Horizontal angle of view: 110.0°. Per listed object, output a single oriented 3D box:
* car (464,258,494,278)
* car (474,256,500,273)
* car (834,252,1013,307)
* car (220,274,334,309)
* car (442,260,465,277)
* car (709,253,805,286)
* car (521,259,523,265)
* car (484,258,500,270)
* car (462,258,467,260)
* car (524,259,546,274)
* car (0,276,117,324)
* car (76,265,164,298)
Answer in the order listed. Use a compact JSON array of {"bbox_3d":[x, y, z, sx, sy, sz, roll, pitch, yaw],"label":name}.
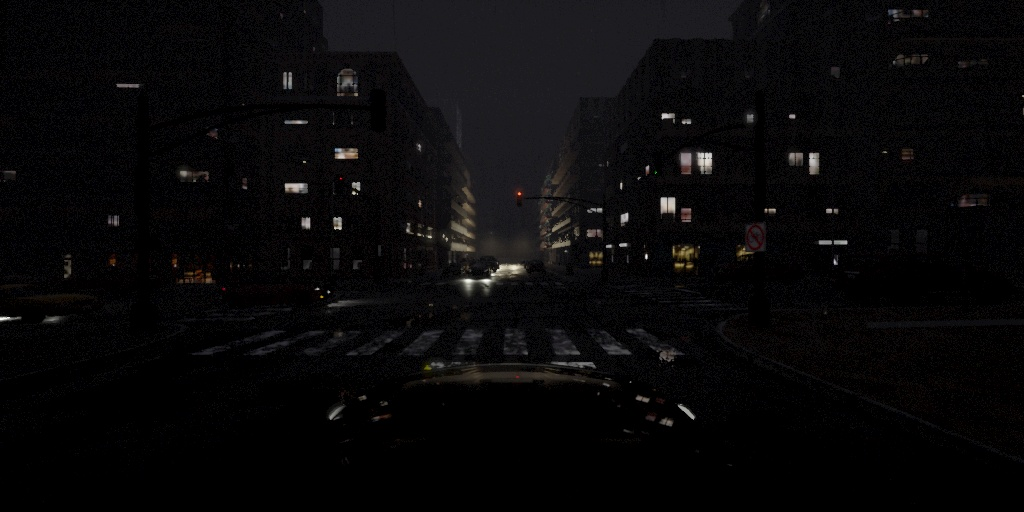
[{"bbox_3d":[-3.044,1.233,34.119,1.882,1.535,5.008,0,0,0],"label":"car"},{"bbox_3d":[-3.023,0.981,44.547,2.150,2.045,5.566,0,0,0],"label":"car"},{"bbox_3d":[14.730,0.775,13.054,5.009,1.841,2.192,0,0,0],"label":"car"},{"bbox_3d":[-10.265,1.479,15.905,4.181,1.385,1.994,-1,0,-8],"label":"car"},{"bbox_3d":[-5.631,1.322,35.134,1.948,1.339,4.313,0,0,0],"label":"car"},{"bbox_3d":[14.610,0.759,21.433,5.009,1.841,2.192,0,0,0],"label":"car"},{"bbox_3d":[2.790,1.348,57.851,1.802,1.307,4.207,0,0,0],"label":"car"},{"bbox_3d":[-2.991,1.118,54.435,2.097,1.767,4.553,0,0,0],"label":"car"},{"bbox_3d":[-5.621,1.283,40.646,1.751,1.417,4.829,0,0,0],"label":"car"},{"bbox_3d":[2.759,1.198,40.803,1.967,1.591,4.097,0,0,0],"label":"car"},{"bbox_3d":[-17.611,1.585,12.829,4.829,1.417,1.751,0,0,0],"label":"car"},{"bbox_3d":[-23.565,1.462,21.136,5.009,1.841,2.192,0,0,0],"label":"car"}]
